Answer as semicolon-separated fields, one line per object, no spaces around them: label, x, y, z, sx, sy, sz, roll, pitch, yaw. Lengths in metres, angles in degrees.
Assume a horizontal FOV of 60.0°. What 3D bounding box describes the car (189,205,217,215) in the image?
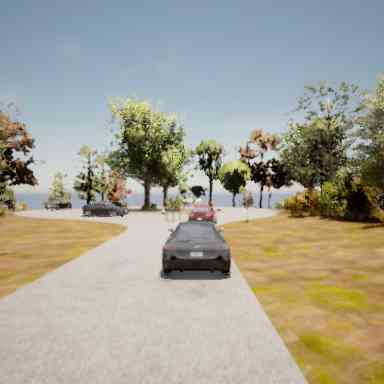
car;0.872;1.729;24.902;1.812;1.442;4.674;0;-1;9

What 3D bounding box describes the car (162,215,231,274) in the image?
car;0.131;1.652;10.914;1.994;1.385;4.181;0;-1;0

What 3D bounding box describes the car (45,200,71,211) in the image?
car;-19.432;1.879;48.434;2.128;1.511;4.902;0;-1;9

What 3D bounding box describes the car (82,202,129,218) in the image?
car;-8.810;1.778;33.848;4.892;1.490;1.837;0;1;18
